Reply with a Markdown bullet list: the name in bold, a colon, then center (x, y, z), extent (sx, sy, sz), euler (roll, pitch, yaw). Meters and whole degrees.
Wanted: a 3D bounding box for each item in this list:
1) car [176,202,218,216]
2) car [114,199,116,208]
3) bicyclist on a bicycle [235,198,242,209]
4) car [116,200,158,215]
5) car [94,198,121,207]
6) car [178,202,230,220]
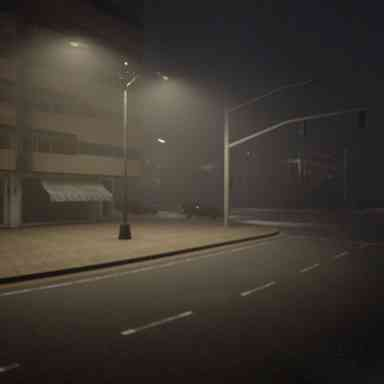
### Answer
- **car**: center (0.505, 1.788, 35.956), extent (4.181, 1.385, 1.994), euler (0, 0, 41)
- **car**: center (-8.035, 1.817, 43.438), extent (4.718, 1.301, 1.895), euler (0, 0, 41)
- **bicyclist on a bicycle**: center (6.502, 1.604, 46.635), extent (0.582, 1.620, 1.656), euler (0, 0, 41)
- **car**: center (-5.850, 1.674, 36.871), extent (5.008, 1.535, 1.882), euler (0, 0, 41)
- **car**: center (-15.061, 1.801, 59.089), extent (5.357, 1.411, 2.033), euler (0, 0, 42)
- **car**: center (1.281, 1.695, 30.606), extent (4.902, 1.511, 2.128), euler (0, 0, 42)
